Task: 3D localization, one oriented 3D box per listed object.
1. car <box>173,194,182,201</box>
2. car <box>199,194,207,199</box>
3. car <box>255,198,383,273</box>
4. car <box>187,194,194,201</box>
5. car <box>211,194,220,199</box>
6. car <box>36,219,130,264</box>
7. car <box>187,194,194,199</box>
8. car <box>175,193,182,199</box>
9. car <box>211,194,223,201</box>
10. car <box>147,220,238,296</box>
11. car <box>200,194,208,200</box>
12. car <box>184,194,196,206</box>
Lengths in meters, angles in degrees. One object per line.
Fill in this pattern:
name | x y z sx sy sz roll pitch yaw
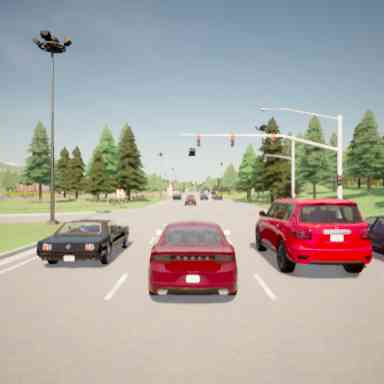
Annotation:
car | -3.850 1.343 83.889 1.882 1.535 5.008 0 0 0
car | 3.106 1.216 94.338 2.128 1.511 4.902 0 0 0
car | 3.529 1.205 10.741 2.150 2.045 5.566 0 0 0
car | -0.350 1.343 83.904 1.882 1.535 5.008 0 0 0
car | 6.606 1.231 94.353 2.033 1.411 5.357 0 0 0
car | -3.467 1.583 11.622 1.895 1.301 4.718 0 0 0
car | -0.394 1.286 94.354 1.895 1.301 4.718 0 0 0
car | -3.894 1.169 94.309 1.882 1.535 5.008 0 0 0
car | 6.650 1.391 83.933 2.128 1.511 4.902 0 0 0
car | 0.027 1.464 8.689 1.882 1.535 5.008 0 0 0
car | 3.148 1.390 84.335 1.812 1.442 4.674 0 0 0
car | -0.222 1.446 53.291 1.812 1.442 4.674 0 0 0
